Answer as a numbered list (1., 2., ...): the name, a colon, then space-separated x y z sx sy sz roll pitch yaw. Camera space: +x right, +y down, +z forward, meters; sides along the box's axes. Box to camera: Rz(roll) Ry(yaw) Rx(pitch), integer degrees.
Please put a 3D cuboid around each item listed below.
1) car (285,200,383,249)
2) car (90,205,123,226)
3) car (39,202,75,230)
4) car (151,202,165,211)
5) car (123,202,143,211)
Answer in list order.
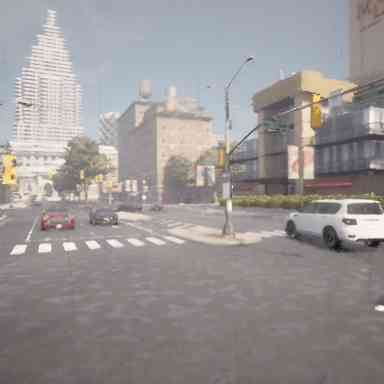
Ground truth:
1. car: 6.464 1.367 15.539 2.150 2.045 5.566 1 -1 -11
2. car: -7.215 1.896 27.185 1.837 1.490 4.892 0 -1 -23
3. car: -9.721 1.725 24.151 2.097 1.767 4.553 0 -1 -23
4. car: -5.467 2.297 53.181 1.895 1.301 4.718 0 -1 -2
5. car: -9.617 2.257 51.709 2.033 1.411 5.357 0 -1 -40
